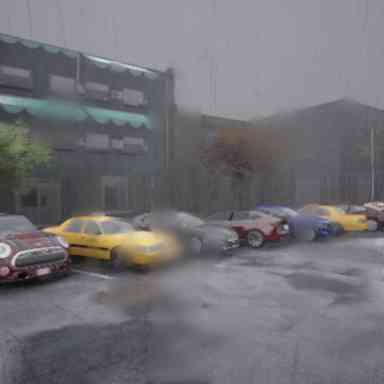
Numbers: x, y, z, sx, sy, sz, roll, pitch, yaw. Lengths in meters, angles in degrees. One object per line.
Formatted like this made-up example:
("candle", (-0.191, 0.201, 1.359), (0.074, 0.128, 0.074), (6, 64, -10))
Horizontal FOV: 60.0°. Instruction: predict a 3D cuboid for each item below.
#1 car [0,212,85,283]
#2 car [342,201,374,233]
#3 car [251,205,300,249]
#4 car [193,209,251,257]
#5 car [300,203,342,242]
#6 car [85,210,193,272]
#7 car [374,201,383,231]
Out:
("car", (-5.421, 1.358, 9.288), (4.553, 1.767, 2.185), (-1, -1, 35))
("car", (6.501, 1.409, 17.943), (5.366, 1.575, 1.946), (-1, 0, 35))
("car", (1.811, 1.469, 14.425), (4.792, 1.488, 2.163), (-1, 0, 35))
("car", (-0.580, 1.455, 12.696), (4.892, 1.521, 2.231), (-1, -1, 35))
("car", (4.243, 1.424, 16.123), (5.008, 1.535, 2.097), (-1, -1, 35))
("car", (-2.829, 1.463, 10.885), (5.366, 1.575, 1.946), (-1, -1, 35))
("car", (9.072, 1.394, 19.563), (5.008, 1.535, 2.097), (-1, 0, 34))
